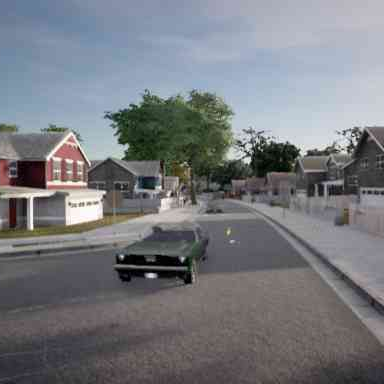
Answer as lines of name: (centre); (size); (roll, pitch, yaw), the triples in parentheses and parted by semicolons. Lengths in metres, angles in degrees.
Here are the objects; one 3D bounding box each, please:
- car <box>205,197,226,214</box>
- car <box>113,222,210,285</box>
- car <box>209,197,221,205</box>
car: (2.495, 1.564, 35.101); (1.837, 1.490, 4.892); (0, 0, 5)
car: (-0.603, 1.596, 9.741); (1.895, 1.301, 4.718); (0, 0, 9)
car: (4.125, 1.578, 60.611); (1.994, 1.385, 4.181); (0, 0, 1)
